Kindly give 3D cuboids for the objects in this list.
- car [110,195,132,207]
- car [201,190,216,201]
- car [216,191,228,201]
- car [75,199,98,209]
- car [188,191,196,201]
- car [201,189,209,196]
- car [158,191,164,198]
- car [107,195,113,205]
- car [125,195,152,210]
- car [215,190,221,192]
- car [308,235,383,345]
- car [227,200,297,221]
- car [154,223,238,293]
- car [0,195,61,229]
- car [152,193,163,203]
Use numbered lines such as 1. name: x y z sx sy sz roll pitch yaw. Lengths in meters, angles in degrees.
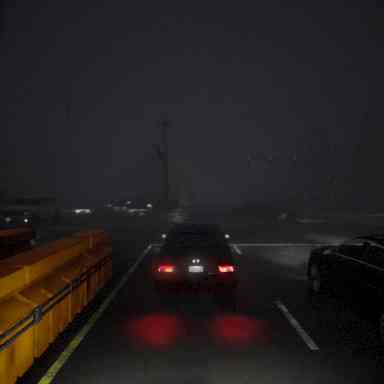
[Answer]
1. car: -10.513 1.547 51.079 2.033 1.411 5.357 0 0 0
2. car: 3.539 1.048 74.460 2.097 1.767 4.553 0 3 0
3. car: 7.034 1.212 75.178 1.994 1.385 4.181 0 3 0
4. car: -14.027 1.564 44.307 1.994 1.385 4.181 0 0 0
5. car: 0.039 1.197 74.363 1.837 1.490 4.892 0 3 0
6. car: 3.479 0.190 88.555 1.994 1.385 4.181 0 7 0
7. car: -6.972 0.843 75.949 2.150 2.045 5.566 0 2 0
8. car: -13.983 1.351 60.590 2.097 1.767 4.553 0 0 0
9. car: -7.027 1.547 44.199 2.033 1.411 5.357 0 0 0
10. car: 6.979 0.138 88.563 1.837 1.490 4.892 0 7 0
11. car: 3.577 1.492 5.811 2.128 1.511 4.902 0 0 0
12. car: 5.743 1.547 27.163 5.357 1.411 2.033 0 0 17
13. car: 0.096 1.547 8.990 2.033 1.411 5.357 0 0 0
14. car: -10.565 1.221 21.877 2.150 2.045 5.566 0 0 0
15. car: -6.991 1.493 60.321 2.128 1.511 4.902 0 0 0
